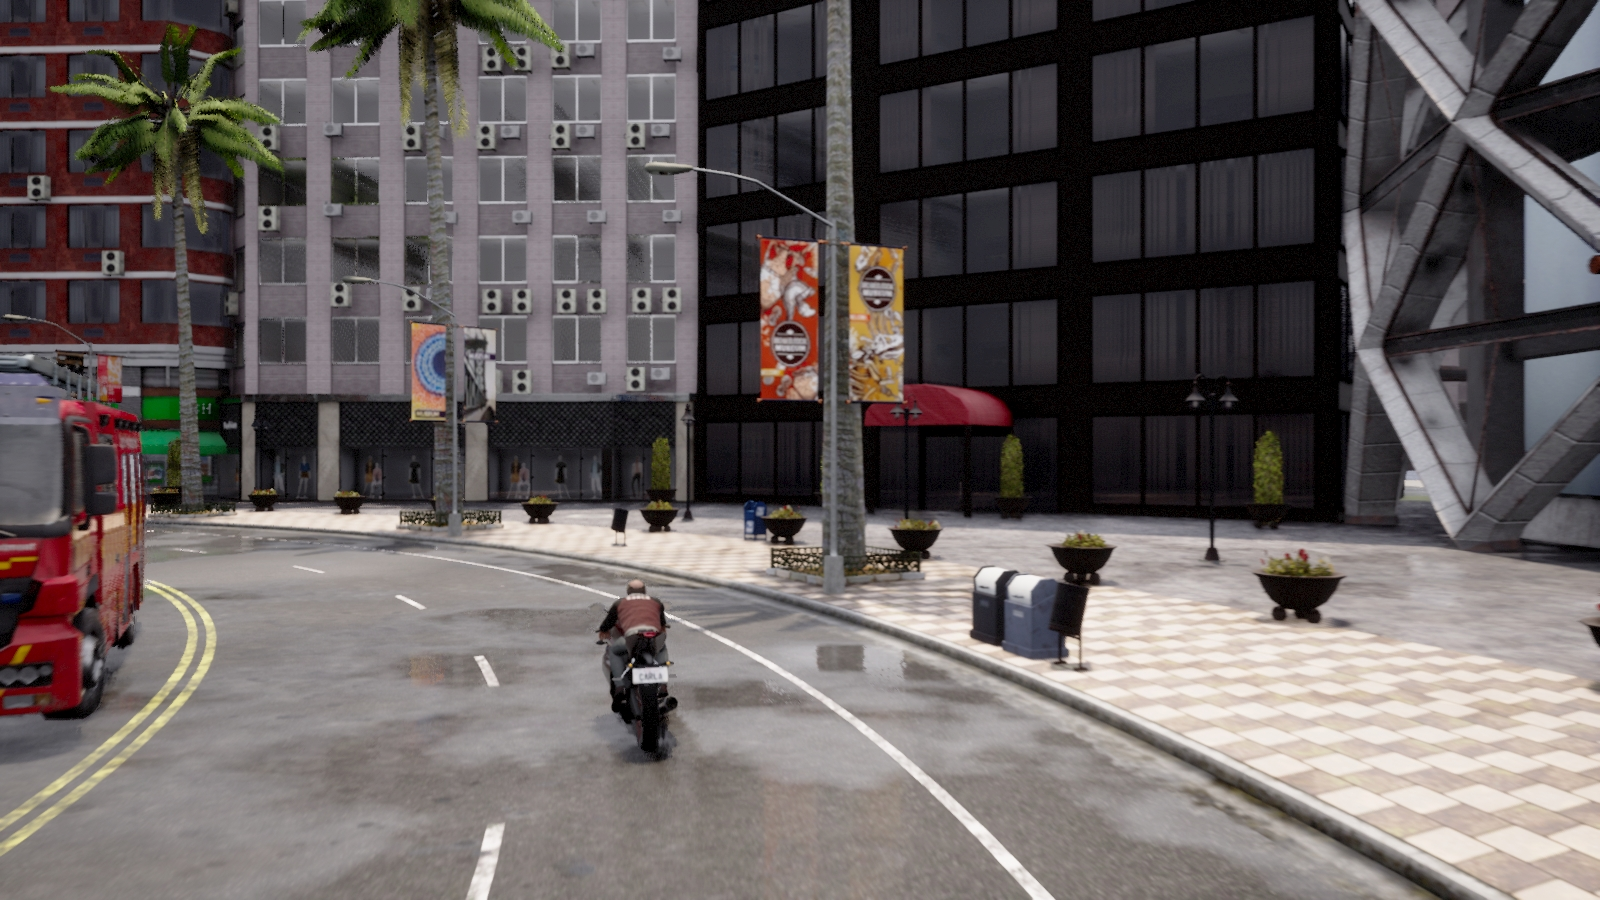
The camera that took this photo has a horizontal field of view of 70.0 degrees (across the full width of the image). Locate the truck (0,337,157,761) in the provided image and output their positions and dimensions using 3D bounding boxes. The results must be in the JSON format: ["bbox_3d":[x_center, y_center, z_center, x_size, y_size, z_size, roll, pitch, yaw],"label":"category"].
[{"bbox_3d":[-9.732,0.894,13.817,2.891,3.827,8.468,0,0,-26],"label":"truck"}]

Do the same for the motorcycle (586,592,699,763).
[{"bbox_3d":[-1.639,2.205,11.518,0.867,1.251,2.209,0,0,-15],"label":"motorcycle"}]
